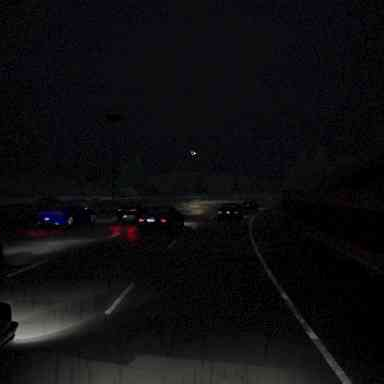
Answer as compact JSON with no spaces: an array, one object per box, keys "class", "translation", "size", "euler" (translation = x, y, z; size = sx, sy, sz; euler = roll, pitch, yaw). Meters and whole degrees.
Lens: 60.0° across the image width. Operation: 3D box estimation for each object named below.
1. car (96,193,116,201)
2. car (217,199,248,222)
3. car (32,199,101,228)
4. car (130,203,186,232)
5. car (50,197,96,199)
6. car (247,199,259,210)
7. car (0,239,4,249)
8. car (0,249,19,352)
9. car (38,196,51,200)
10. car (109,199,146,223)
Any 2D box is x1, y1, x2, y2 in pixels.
[{"class":"car","translation":[-16.241,1.198,61.822],"size":[2.150,2.045,5.566],"euler":[0,0,16]},{"class":"car","translation":[3.179,1.561,26.842],"size":[2.033,1.411,5.357],"euler":[0,0,12]},{"class":"car","translation":[-8.318,1.465,22.448],"size":[1.882,1.535,5.008],"euler":[0,0,9]},{"class":"car","translation":[-1.692,1.549,19.960],"size":[2.033,1.411,5.357],"euler":[0,0,9]},{"class":"car","translation":[-14.843,1.526,41.776],"size":[2.033,1.411,5.357],"euler":[0,0,16]},{"class":"car","translation":[7.388,1.590,42.451],"size":[1.994,1.385,4.181],"euler":[0,0,16]},{"class":"car","translation":[-6.515,1.479,7.808],"size":[2.128,1.511,4.902],"euler":[0,0,4]},{"class":"car","translation":[-3.327,1.541,2.041],"size":[2.033,1.411,5.357],"euler":[0,0,1]},{"class":"car","translation":[-22.785,1.469,52.140],"size":[1.837,1.490,4.892],"euler":[0,0,17]},{"class":"car","translation":[-4.189,1.489,25.602],"size":[2.128,1.511,4.902],"euler":[0,0,11]}]
